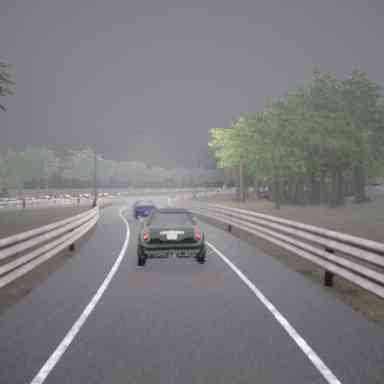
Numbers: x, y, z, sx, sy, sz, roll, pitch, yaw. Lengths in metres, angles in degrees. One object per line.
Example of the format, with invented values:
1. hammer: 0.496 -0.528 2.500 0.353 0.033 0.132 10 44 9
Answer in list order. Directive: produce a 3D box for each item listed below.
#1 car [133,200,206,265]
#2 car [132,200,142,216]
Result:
1. car: -0.822 1.344 11.962 2.097 1.767 4.553 0 0 -6
2. car: -4.140 1.445 28.878 1.882 1.535 5.008 0 0 -14
